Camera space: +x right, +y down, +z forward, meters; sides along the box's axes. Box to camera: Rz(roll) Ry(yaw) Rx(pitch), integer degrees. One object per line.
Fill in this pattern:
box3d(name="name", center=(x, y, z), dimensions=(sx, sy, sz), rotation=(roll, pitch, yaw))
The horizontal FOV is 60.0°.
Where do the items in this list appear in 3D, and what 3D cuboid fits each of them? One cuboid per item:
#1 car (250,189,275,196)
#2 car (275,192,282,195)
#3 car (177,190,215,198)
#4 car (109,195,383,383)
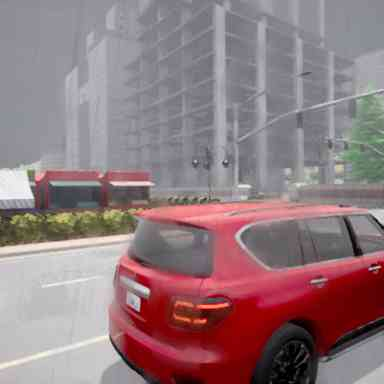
box3d(name="car", center=(11.923, 0.409, 58.455), dimensions=(1.905, 1.878, 3.866), rotation=(-1, 1, -36))
box3d(name="car", center=(14.311, 0.361, 60.172), dimensions=(1.905, 1.878, 3.866), rotation=(-1, 1, -36))
box3d(name="car", center=(0.545, 0.843, 33.851), dimensions=(2.150, 2.045, 5.566), rotation=(-1, 1, -36))
box3d(name="car", center=(1.595, 1.156, 4.934), dimensions=(5.566, 2.045, 2.150), rotation=(-1, 1, -35))
